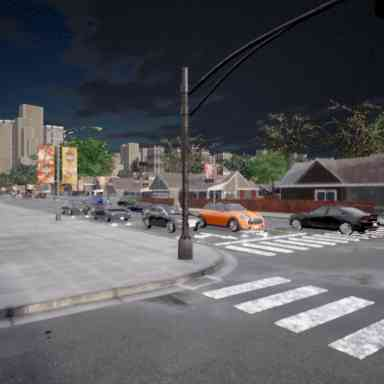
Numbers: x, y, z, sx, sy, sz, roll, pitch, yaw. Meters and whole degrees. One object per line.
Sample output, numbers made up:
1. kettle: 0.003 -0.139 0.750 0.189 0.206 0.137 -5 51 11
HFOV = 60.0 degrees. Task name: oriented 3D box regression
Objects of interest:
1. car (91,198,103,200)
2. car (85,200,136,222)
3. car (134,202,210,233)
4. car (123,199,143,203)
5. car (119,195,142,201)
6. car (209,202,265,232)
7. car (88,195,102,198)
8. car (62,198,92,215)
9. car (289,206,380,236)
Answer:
1. car: -12.784 1.810 42.209 1.994 1.385 4.181 0 0 -35
2. car: -7.092 1.708 28.555 2.033 1.411 5.357 0 0 -36
3. car: -1.378 1.591 20.540 2.128 1.511 4.902 0 0 -35
4. car: -5.896 1.803 38.438 1.895 1.301 4.718 0 0 -35
5. car: -9.140 1.483 48.604 2.150 2.045 5.566 0 0 -35
6. car: 2.366 1.438 20.911 2.097 1.767 4.553 0 0 -36
7. car: -18.167 1.569 61.274 2.150 2.045 5.566 0 0 -35
8. car: -13.105 1.729 37.033 1.837 1.490 4.892 0 0 -35
9. car: 7.919 1.533 19.014 1.882 1.535 5.008 0 0 -35
